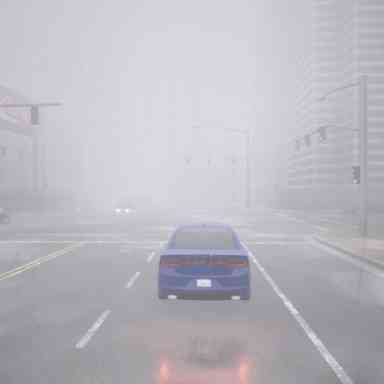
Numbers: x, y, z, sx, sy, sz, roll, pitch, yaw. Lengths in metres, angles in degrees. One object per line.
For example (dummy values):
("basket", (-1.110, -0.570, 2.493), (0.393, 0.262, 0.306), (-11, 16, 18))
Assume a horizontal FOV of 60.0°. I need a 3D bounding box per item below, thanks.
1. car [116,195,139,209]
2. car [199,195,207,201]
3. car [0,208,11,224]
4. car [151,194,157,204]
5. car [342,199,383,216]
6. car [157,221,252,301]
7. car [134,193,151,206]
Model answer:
("car", (-9.143, 1.564, 46.176), (1.994, 1.385, 4.181), (0, 0, 2))
("car", (2.762, 1.524, 86.201), (1.812, 1.442, 4.674), (0, 0, 2))
("car", (-14.798, 1.351, 22.500), (4.553, 1.767, 2.097), (0, 0, 2))
("car", (-8.421, 1.547, 66.200), (2.033, 1.411, 5.357), (0, 0, 3))
("car", (17.226, 1.505, 32.333), (4.892, 1.490, 1.837), (0, 0, 2))
("car", (0.308, 1.478, 8.424), (1.882, 1.535, 5.008), (0, 0, 2))
("car", (-8.831, 1.221, 55.520), (2.150, 2.045, 5.566), (0, 0, 2))
